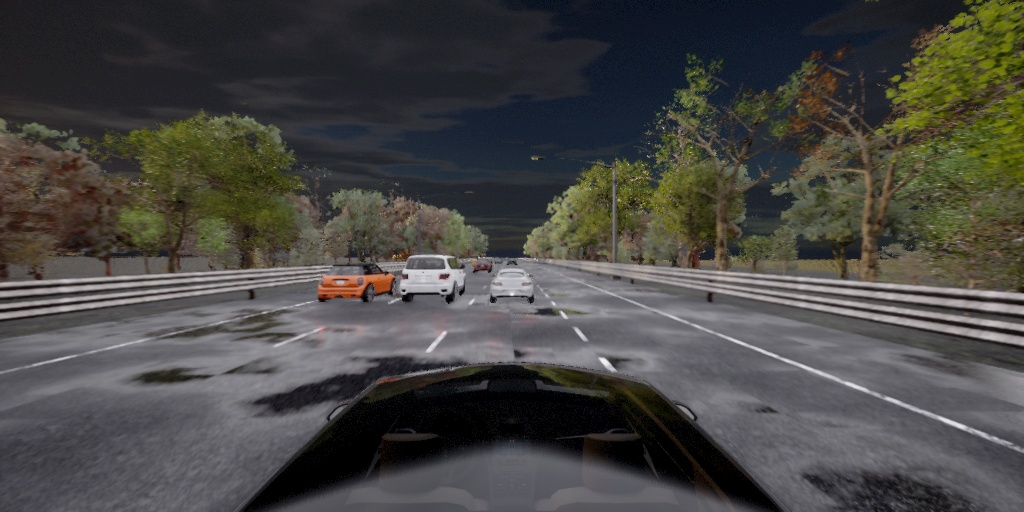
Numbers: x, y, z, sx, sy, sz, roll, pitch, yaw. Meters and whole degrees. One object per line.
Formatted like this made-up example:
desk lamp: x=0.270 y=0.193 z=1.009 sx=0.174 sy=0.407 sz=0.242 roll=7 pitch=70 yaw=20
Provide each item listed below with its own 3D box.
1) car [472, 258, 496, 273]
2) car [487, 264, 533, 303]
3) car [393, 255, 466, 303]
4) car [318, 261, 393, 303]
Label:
car: x=-3.489 y=1.131 z=44.394 sx=2.097 sy=1.767 sz=4.553 roll=0 pitch=0 yaw=0
car: x=0.004 y=1.282 z=16.713 sx=1.812 sy=1.442 sz=4.674 roll=0 pitch=0 yaw=0
car: x=-3.497 y=0.978 z=16.826 sx=2.150 sy=2.045 sz=5.566 roll=0 pitch=0 yaw=0
car: x=-6.997 y=1.109 z=16.763 sx=2.097 sy=1.767 sz=4.553 roll=0 pitch=0 yaw=0
